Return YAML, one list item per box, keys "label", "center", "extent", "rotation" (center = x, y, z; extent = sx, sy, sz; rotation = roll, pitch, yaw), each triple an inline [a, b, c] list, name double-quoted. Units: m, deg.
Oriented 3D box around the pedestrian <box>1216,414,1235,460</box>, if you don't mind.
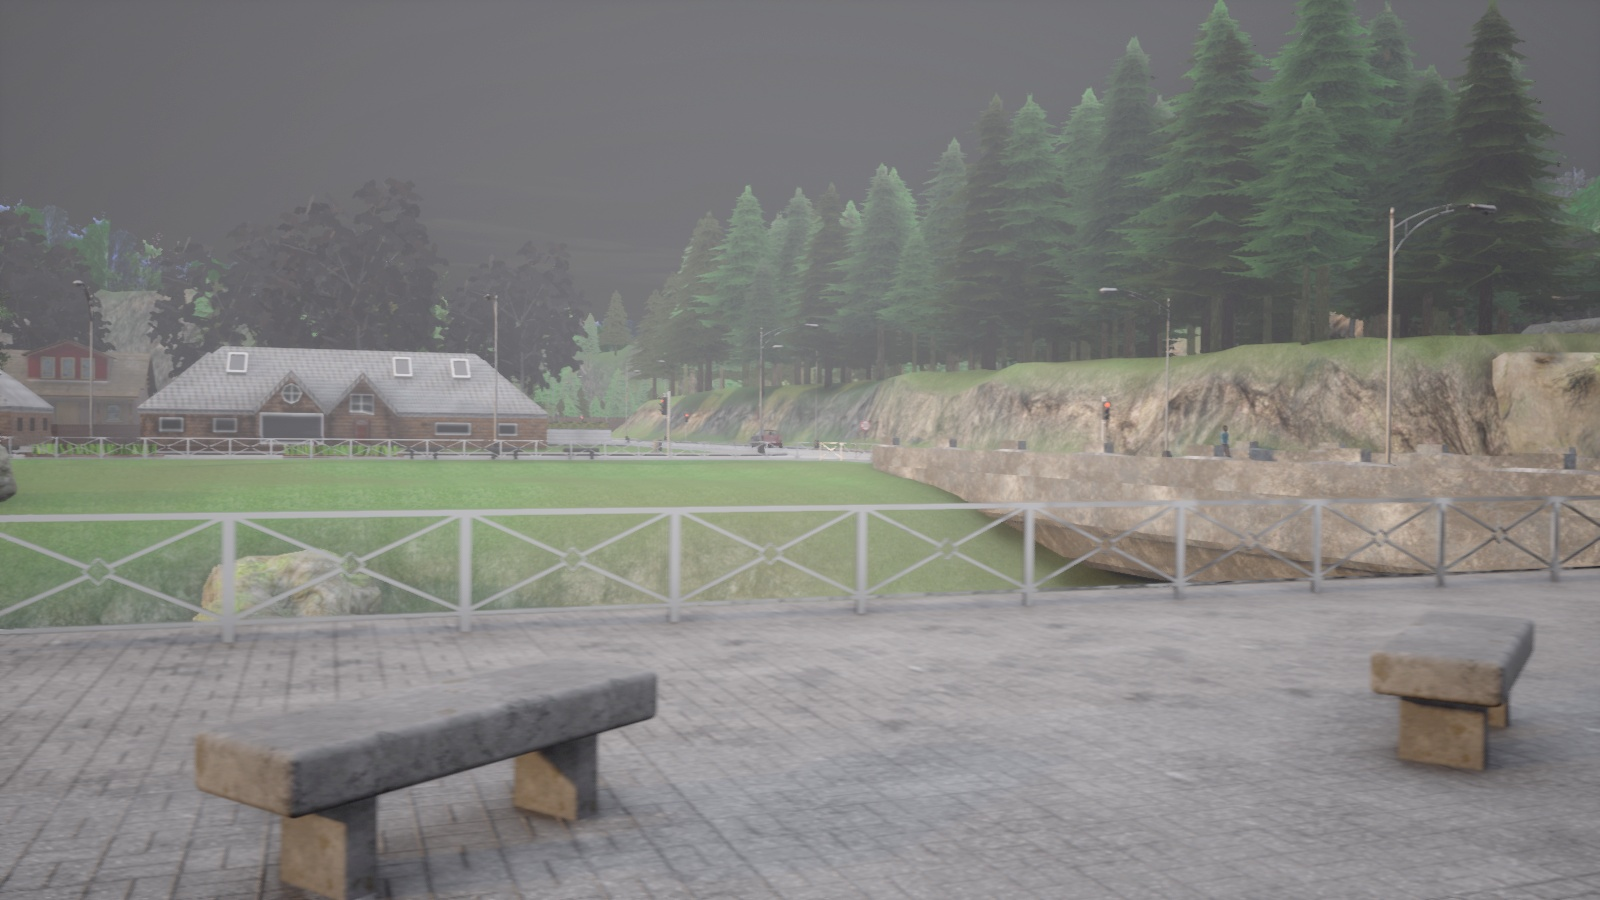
- label: "pedestrian"
  center: [18.271, -0.566, 53.896]
  extent: [0.396, 1.930, 0.692]
  rotation: [-1, 1, -21]
